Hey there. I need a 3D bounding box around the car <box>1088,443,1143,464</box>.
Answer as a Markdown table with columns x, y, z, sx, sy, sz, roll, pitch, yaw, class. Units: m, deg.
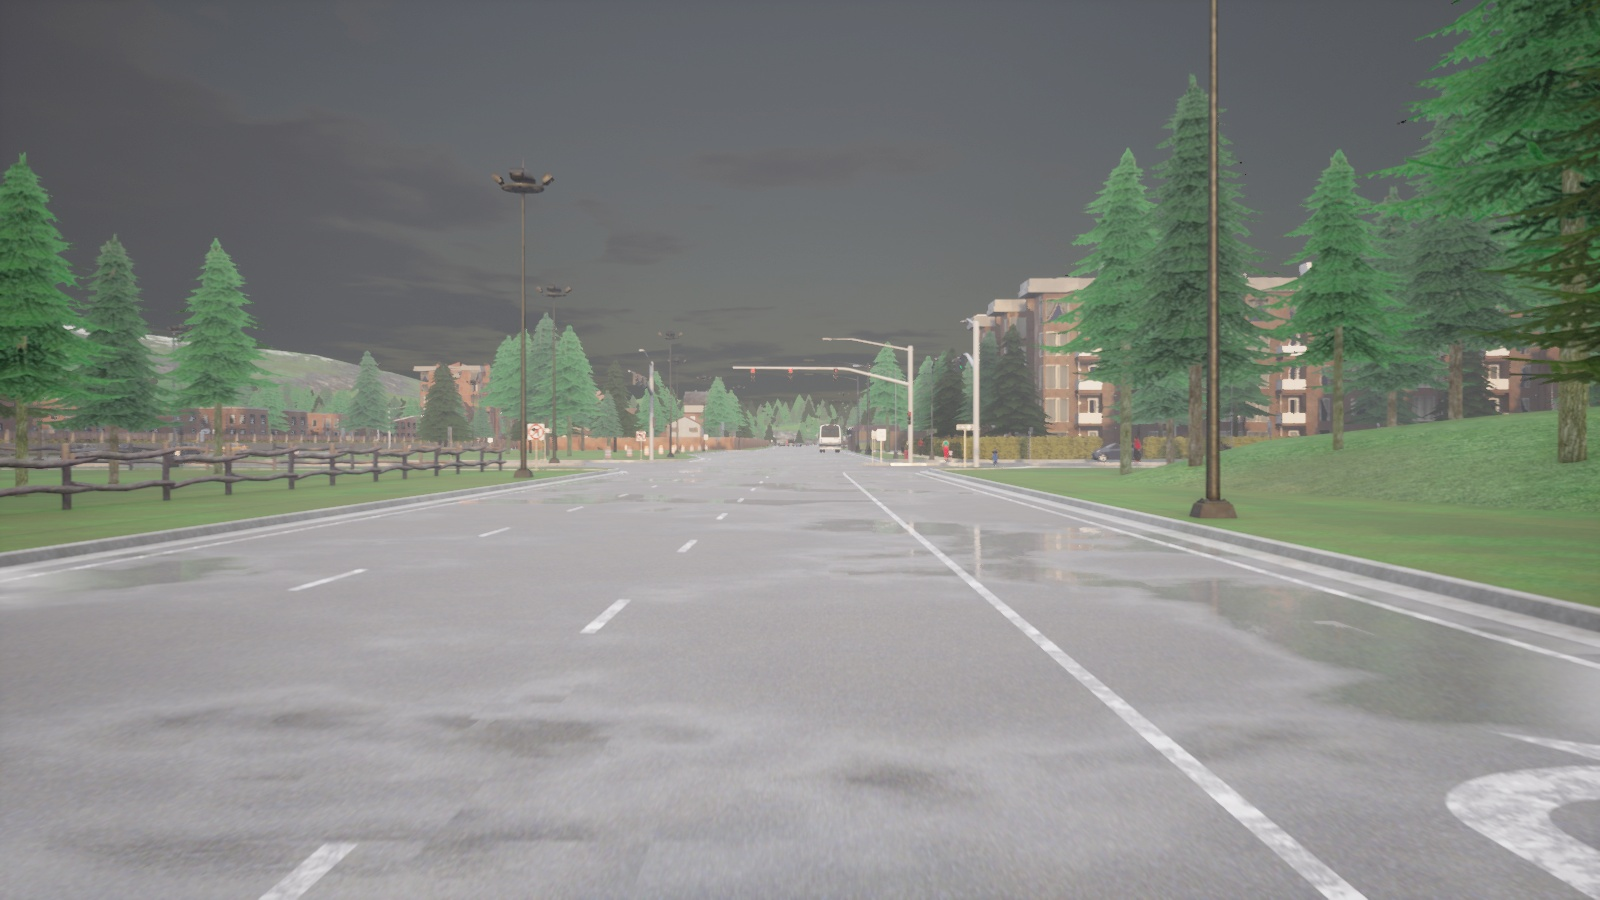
| x | y | z | sx | sy | sz | roll | pitch | yaw | class |
| --- | --- | --- | --- | --- | --- | --- | --- | --- | --- |
| 23.720 | 0.246 | 94.459 | 3.633 | 1.501 | 1.845 | 0 | 0 | 0 | car |
